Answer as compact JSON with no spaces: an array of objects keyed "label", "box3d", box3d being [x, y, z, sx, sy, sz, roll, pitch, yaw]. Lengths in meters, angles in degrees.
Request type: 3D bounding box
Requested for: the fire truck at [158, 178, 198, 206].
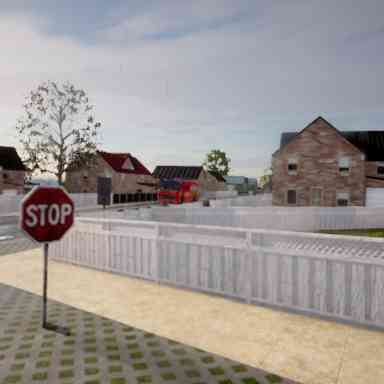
[{"label":"fire truck","box3d":[-1.750,-0.025,47.104,2.891,3.827,8.468,2,1,19]}]
